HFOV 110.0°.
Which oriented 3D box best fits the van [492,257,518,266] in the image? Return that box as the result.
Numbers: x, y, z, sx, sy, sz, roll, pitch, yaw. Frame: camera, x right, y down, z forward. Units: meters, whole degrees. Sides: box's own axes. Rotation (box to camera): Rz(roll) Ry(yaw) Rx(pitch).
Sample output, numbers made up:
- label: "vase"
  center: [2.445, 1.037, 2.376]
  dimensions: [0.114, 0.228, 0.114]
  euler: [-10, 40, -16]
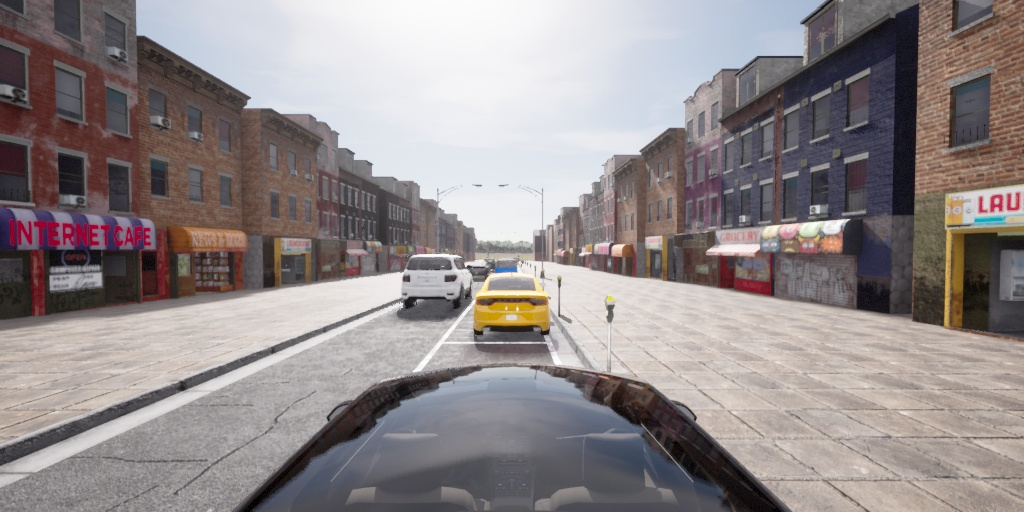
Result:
- label: "van"
  center: [-0.383, 1.081, 27.392]
  dimensions: [1.690, 1.789, 3.998]
  euler: [0, 0, 0]

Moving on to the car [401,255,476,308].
- label: "car"
  center: [-3.020, 0.965, 15.322]
  dimensions: [2.150, 2.045, 5.566]
  euler: [0, 0, 0]

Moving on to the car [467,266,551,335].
- label: "car"
  center: [-0.005, 1.224, 10.502]
  dimensions: [1.882, 1.535, 5.008]
  euler: [0, 0, 0]

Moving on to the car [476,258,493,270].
- label: "car"
  center: [-2.927, 1.230, 32.107]
  dimensions: [2.128, 1.511, 4.902]
  euler: [0, 0, 0]
